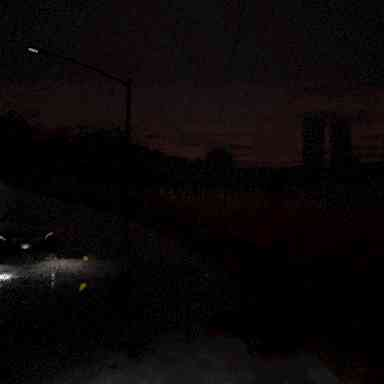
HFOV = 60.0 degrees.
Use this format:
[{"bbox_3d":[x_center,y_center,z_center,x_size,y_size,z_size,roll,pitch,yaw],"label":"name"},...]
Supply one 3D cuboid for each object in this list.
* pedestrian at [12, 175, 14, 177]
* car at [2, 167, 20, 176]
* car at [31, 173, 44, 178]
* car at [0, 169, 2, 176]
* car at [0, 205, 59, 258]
[{"bbox_3d":[-33.685,-3.808,62.694,0.375,1.860,0.375,2,-1,-33],"label":"pedestrian"},{"bbox_3d":[-32.675,-3.760,60.625,1.970,1.475,3.806,0,3,-19],"label":"car"},{"bbox_3d":[-40.196,-4.264,86.474,1.837,1.490,4.892,0,1,-2],"label":"car"},{"bbox_3d":[-37.924,-3.941,66.872,1.994,1.385,4.181,0,2,-13],"label":"car"},{"bbox_3d":[-5.903,1.233,12.012,1.812,1.442,4.674,0,3,-24],"label":"car"}]
